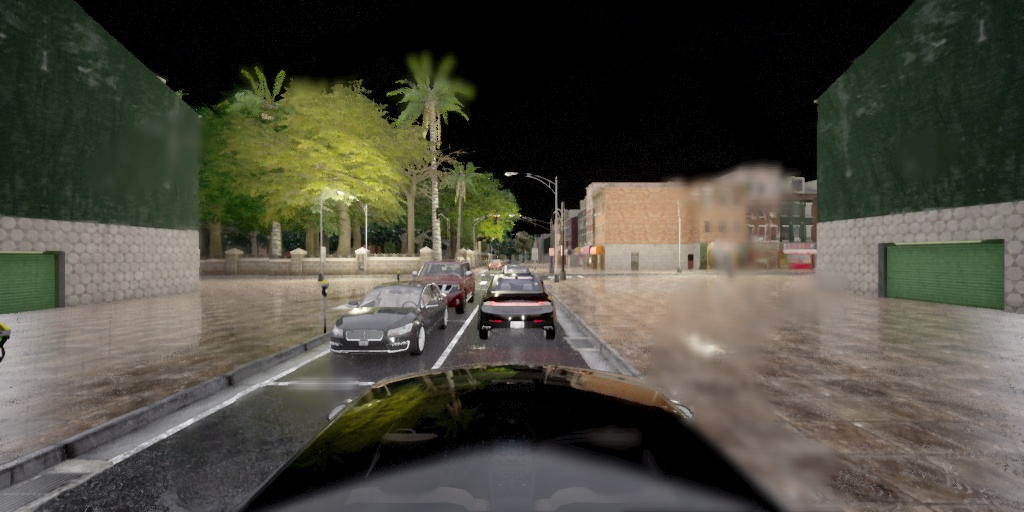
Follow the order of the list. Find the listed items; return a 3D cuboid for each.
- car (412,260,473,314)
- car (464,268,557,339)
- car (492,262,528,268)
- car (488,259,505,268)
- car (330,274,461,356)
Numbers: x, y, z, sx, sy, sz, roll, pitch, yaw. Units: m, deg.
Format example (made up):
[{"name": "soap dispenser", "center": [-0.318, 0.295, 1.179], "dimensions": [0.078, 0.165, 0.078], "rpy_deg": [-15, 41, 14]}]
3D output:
[{"name": "car", "center": [-2.587, 1.068, 13.979], "dimensions": [2.192, 1.841, 5.009], "rpy_deg": [0, 0, 0]}, {"name": "car", "center": [0.130, 1.242, 10.017], "dimensions": [2.128, 1.511, 4.902], "rpy_deg": [0, 0, 0]}, {"name": "car", "center": [0.179, 1.251, 19.406], "dimensions": [2.128, 1.511, 4.902], "rpy_deg": [0, 0, -2]}, {"name": "car", "center": [-2.420, 1.292, 52.125], "dimensions": [1.967, 1.591, 4.097], "rpy_deg": [0, 0, 0]}, {"name": "car", "center": [-2.611, 1.301, 8.516], "dimensions": [2.007, 1.370, 4.403], "rpy_deg": [0, 0, 0]}]
